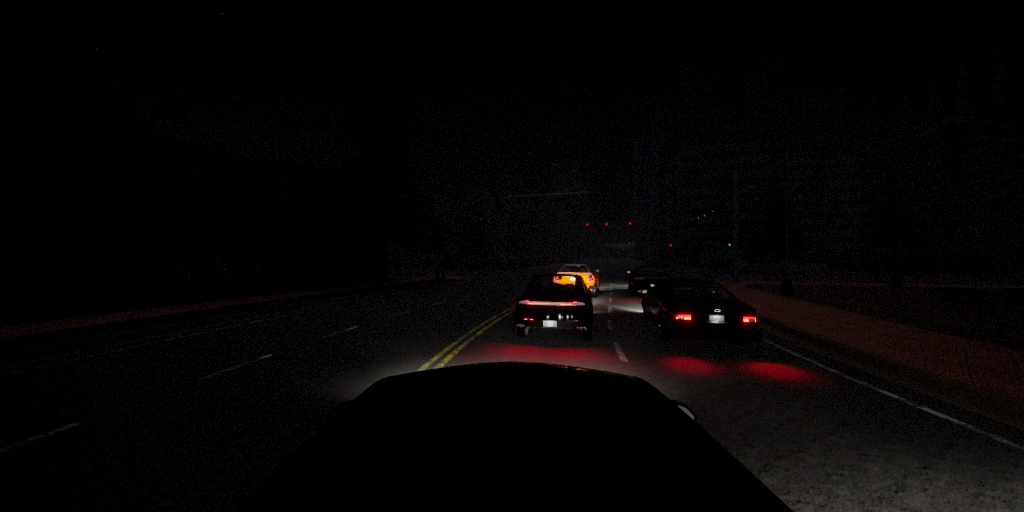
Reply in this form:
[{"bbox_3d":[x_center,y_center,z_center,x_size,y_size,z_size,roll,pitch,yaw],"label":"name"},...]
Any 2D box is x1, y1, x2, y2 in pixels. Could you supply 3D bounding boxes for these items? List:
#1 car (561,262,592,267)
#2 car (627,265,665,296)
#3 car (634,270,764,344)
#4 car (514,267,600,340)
[{"bbox_3d":[3.487,1.102,18.963,2.097,1.767,4.553,0,0,16],"label":"car"},{"bbox_3d":[7.254,1.228,19.135,1.882,1.535,5.008,0,0,16],"label":"car"},{"bbox_3d":[4.696,1.297,9.647,2.033,1.411,5.357,0,0,13],"label":"car"},{"bbox_3d":[1.323,1.242,10.076,2.128,1.511,4.902,0,0,12],"label":"car"}]
